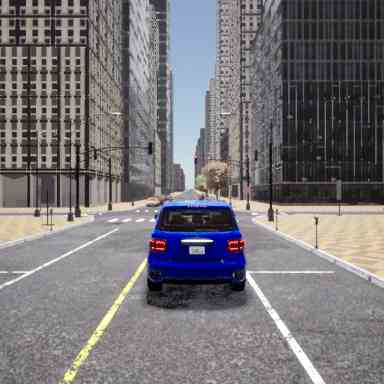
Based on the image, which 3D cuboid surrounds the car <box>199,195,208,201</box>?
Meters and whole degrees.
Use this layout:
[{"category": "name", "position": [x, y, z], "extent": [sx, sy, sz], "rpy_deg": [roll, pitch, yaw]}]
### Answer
[{"category": "car", "position": [2.690, 1.419, 78.829], "extent": [1.752, 1.417, 4.829], "rpy_deg": [0, 0, 0]}]

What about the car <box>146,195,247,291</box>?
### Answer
[{"category": "car", "position": [0.098, 1.221, 9.112], "extent": [2.150, 2.045, 5.566], "rpy_deg": [0, 0, 0]}]

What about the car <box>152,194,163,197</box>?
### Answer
[{"category": "car", "position": [-5.819, 1.486, 50.113], "extent": [1.752, 1.417, 4.829], "rpy_deg": [0, 0, 0]}]

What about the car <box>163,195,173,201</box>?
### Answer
[{"category": "car", "position": [-5.691, 1.438, 78.663], "extent": [1.887, 1.381, 4.507], "rpy_deg": [0, 0, 0]}]

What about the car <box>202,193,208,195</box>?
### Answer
[{"category": "car", "position": [2.821, 1.400, 50.283], "extent": [1.967, 1.590, 4.097], "rpy_deg": [0, 0, 0]}]

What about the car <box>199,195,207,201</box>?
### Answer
[{"category": "car", "position": [2.690, 1.422, 84.333], "extent": [1.887, 1.381, 4.507], "rpy_deg": [0, 0, 0]}]

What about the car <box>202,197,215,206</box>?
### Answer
[{"category": "car", "position": [2.790, 1.500, 55.961], "extent": [2.008, 1.369, 4.403], "rpy_deg": [0, 0, 0]}]

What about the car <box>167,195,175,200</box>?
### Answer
[{"category": "car", "position": [-5.691, 1.411, 90.014], "extent": [2.008, 1.369, 4.403], "rpy_deg": [0, 0, 0]}]

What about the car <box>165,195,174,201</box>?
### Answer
[{"category": "car", "position": [-5.691, 1.428, 84.339], "extent": [2.008, 1.369, 4.403], "rpy_deg": [0, 0, 0]}]

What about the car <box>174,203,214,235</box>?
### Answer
[{"category": "car", "position": [0.095, 1.486, 19.842], "extent": [2.128, 1.511, 4.902], "rpy_deg": [0, 0, 0]}]

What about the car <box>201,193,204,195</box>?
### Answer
[{"category": "car", "position": [2.692, 1.224, 72.984], "extent": [2.192, 1.841, 5.009], "rpy_deg": [0, 0, 0]}]
